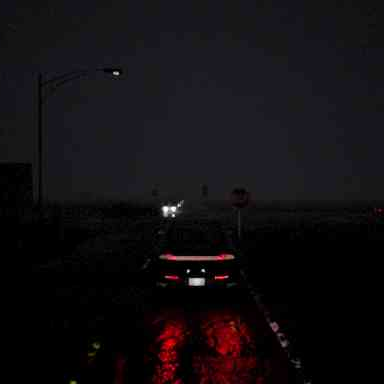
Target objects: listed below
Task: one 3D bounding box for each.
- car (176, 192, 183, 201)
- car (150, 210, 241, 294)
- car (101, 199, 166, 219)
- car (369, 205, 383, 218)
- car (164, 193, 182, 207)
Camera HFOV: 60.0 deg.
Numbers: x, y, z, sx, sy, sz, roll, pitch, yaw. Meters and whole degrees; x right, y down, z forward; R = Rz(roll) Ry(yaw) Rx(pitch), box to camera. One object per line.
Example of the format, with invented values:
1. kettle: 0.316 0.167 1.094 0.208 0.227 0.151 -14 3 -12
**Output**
1. car: -2.970 1.212 57.102 1.882 1.535 5.008 0 0 0
2. car: 0.089 1.447 8.622 2.128 1.511 4.902 0 0 0
3. car: -4.769 1.458 26.866 4.718 1.301 1.895 0 0 0
4. car: 17.441 1.505 26.991 5.357 1.411 2.033 0 1 2
5. car: -2.981 1.266 47.693 2.128 1.511 4.902 0 0 1
